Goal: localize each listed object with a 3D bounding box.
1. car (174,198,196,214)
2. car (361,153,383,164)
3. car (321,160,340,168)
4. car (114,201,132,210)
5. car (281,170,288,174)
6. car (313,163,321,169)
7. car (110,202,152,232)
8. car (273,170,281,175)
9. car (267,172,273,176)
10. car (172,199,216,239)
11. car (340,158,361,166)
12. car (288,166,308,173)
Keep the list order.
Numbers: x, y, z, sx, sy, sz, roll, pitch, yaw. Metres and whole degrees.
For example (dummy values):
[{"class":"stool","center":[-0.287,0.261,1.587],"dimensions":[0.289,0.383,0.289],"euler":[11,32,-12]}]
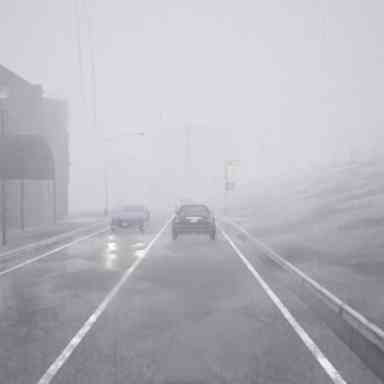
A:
[{"class":"car","center":[-0.892,1.559,39.413],"dimensions":[2.097,1.767,4.553],"euler":[0,-1,-8]},{"class":"car","center":[22.428,-3.765,38.611],"dimensions":[2.097,1.535,5.008],"euler":[0,1,-4]},{"class":"car","center":[21.837,-3.964,49.689],"dimensions":[2.231,1.521,4.892],"euler":[0,1,-1]},{"class":"car","center":[-12.789,2.501,61.293],"dimensions":[1.994,1.385,4.181],"euler":[-1,-2,-31]},{"class":"car","center":[21.341,-4.197,71.637],"dimensions":[2.002,1.452,4.674],"euler":[0,1,-1]},{"class":"car","center":[21.706,-4.042,55.207],"dimensions":[2.231,1.521,4.892],"euler":[0,1,-1]},{"class":"car","center":[-3.634,1.485,20.461],"dimensions":[1.882,1.535,5.008],"euler":[0,0,0]},{"class":"car","center":[21.214,-4.429,77.310],"dimensions":[2.185,1.767,4.553],"euler":[0,1,-1]},{"class":"car","center":[21.092,-4.490,82.829],"dimensions":[2.185,1.767,4.553],"euler":[0,1,-1]},{"class":"car","center":[0.091,1.351,17.560],"dimensions":[2.097,1.767,4.553],"euler":[0,0,0]},{"class":"car","center":[22.073,-3.827,44.148],"dimensions":[2.002,1.452,4.674],"euler":[0,1,-3]},{"class":"car","center":[21.463,-4.299,66.144],"dimensions":[2.185,1.767,4.553],"euler":[0,1,-1]}]
